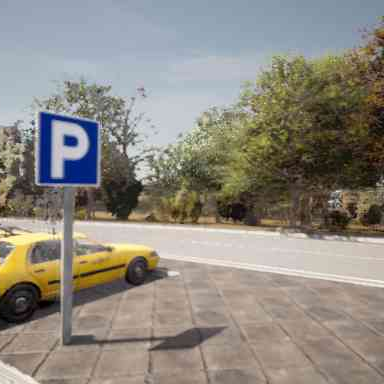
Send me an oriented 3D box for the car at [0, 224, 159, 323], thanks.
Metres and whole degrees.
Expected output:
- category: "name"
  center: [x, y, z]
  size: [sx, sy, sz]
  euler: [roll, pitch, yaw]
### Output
- category: "car"
  center: [-2.970, 1.551, 7.492]
  size: [1.946, 1.575, 5.366]
  euler: [-1, -1, 35]
